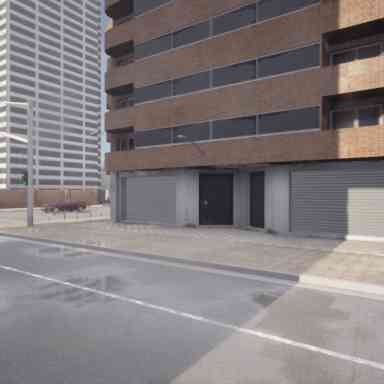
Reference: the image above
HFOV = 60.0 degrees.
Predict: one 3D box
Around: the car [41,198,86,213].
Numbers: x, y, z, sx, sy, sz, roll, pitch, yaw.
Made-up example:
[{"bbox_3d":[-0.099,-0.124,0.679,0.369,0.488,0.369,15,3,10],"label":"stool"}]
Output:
[{"bbox_3d":[-14.137,1.478,36.903,1.882,1.535,5.008,0,0,35],"label":"car"}]
